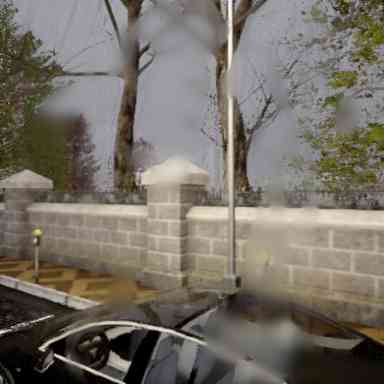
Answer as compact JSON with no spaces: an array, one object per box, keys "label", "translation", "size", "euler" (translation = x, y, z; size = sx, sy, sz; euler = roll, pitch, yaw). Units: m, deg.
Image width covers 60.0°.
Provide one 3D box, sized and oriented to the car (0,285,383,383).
[{"label":"car","translation":[-0.156,1.578,3.010],"size":[4.313,1.339,1.947],"euler":[0,0,36]}]
